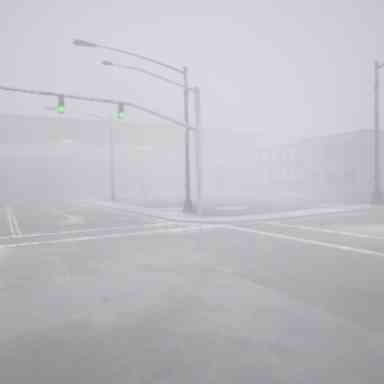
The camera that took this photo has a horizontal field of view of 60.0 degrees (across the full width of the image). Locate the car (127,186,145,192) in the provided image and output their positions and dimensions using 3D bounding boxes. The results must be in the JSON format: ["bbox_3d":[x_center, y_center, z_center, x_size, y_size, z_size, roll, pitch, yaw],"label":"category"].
[{"bbox_3d":[-14.040,-0.862,88.319,4.974,1.542,2.038,0,2,32],"label":"car"}]

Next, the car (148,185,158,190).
[{"bbox_3d":[-10.330,-1.087,87.991,1.853,1.218,4.536,-1,2,2],"label":"car"}]

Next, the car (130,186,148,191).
[{"bbox_3d":[-14.088,-1.020,88.341,4.536,1.218,1.853,0,2,32],"label":"car"}]

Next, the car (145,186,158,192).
[{"bbox_3d":[-10.328,-0.928,87.943,2.038,1.542,4.974,-1,2,2],"label":"car"}]
